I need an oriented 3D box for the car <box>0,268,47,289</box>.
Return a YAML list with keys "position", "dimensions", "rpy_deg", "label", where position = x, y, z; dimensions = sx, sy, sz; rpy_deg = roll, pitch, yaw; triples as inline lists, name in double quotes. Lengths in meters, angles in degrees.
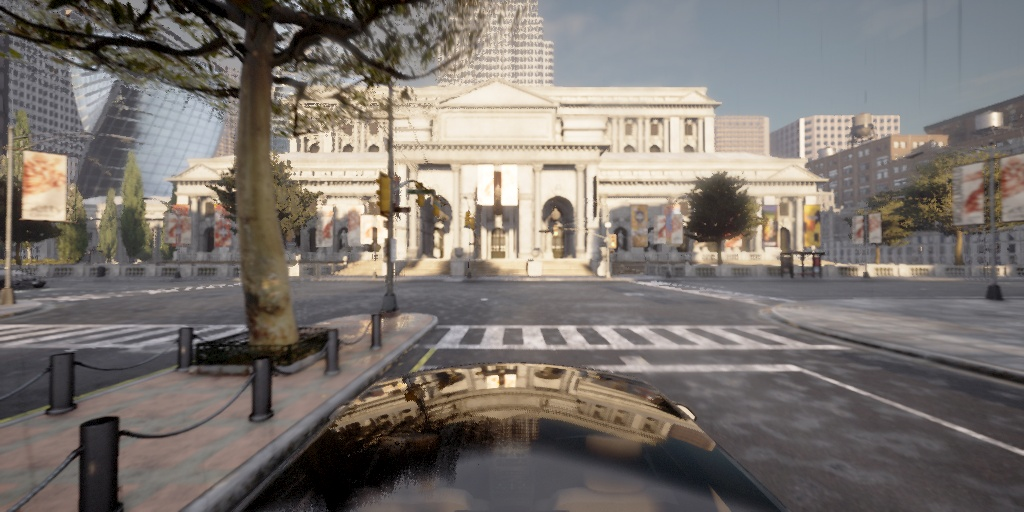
- position: [-35.247, 1.574, 24.732]
  dimensions: [4.674, 1.442, 1.812]
  rpy_deg: [0, -1, 0]
  label: "car"
